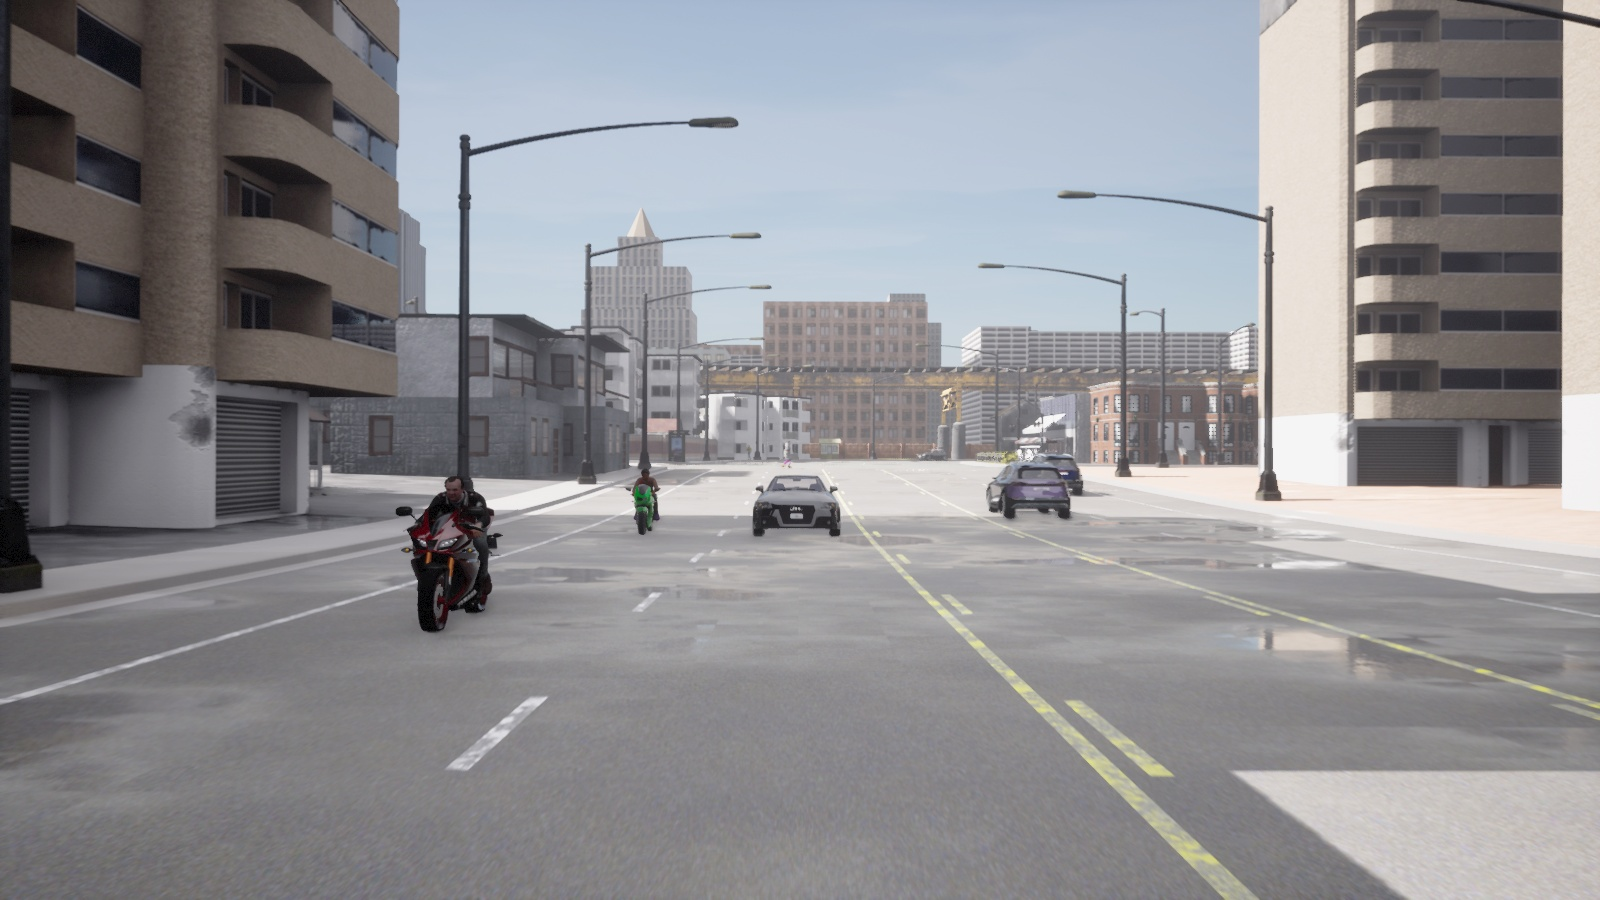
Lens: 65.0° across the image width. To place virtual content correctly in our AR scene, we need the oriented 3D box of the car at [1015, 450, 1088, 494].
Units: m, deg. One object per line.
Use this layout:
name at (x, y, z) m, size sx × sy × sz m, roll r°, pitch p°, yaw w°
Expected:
car at (10.376, 0.866, 52.130) m, size 2.033 × 1.649 × 4.856 m, roll 0°, pitch 1°, yaw 0°

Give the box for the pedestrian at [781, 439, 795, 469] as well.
pedestrian at (-0.777, 0.252, 82.247) m, size 0.873 × 1.952 × 0.659 m, roll 0°, pitch 0°, yaw -4°

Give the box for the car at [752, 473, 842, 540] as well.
car at (-0.069, 1.289, 29.820) m, size 1.994 × 1.385 × 4.181 m, roll 0°, pitch 0°, yaw 0°

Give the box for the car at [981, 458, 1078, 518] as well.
car at (6.910, 1.103, 38.321) m, size 2.033 × 1.649 × 4.856 m, roll 0°, pitch 1°, yaw 0°

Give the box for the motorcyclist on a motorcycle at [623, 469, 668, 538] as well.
motorcyclist on a motorcycle at (-3.568, 1.221, 29.151) m, size 0.797 × 1.523 × 2.044 m, roll 0°, pitch 0°, yaw 0°

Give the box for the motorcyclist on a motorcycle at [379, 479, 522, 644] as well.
motorcyclist on a motorcycle at (-3.530, 1.078, 12.903) m, size 0.866 × 1.530 × 2.191 m, roll 0°, pitch -1°, yaw 0°
